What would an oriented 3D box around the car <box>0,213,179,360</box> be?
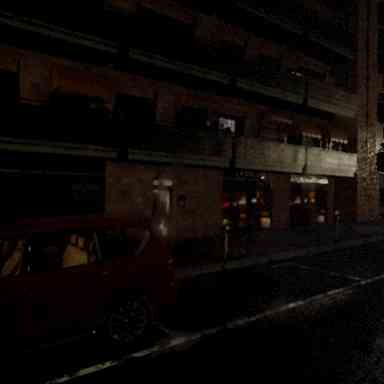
[{"bbox_3d":[-2.542,1.311,4.720,5.009,1.841,2.192,0,2,-35],"label":"car"}]
